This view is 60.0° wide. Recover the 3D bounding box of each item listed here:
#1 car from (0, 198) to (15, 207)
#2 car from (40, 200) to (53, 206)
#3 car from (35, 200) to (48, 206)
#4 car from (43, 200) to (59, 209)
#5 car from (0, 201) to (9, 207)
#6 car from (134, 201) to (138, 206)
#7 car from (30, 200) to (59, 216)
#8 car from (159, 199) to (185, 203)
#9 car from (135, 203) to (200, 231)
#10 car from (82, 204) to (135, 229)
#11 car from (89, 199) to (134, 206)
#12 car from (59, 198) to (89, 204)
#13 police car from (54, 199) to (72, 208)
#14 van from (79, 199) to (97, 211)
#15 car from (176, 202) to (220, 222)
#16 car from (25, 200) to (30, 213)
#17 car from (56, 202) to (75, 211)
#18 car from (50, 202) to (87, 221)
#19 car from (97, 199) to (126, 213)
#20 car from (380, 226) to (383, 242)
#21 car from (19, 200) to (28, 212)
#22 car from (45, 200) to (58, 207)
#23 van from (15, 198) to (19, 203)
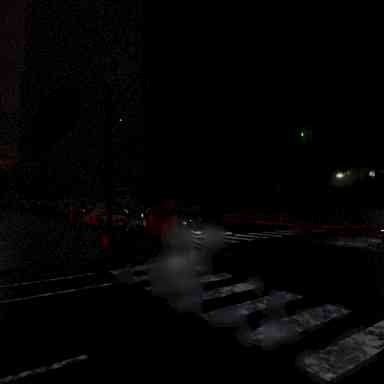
[{"bbox_3d":[-41.269,2.665,73.681,1.887,1.381,4.507,-1,0,-35],"label":"car"},{"bbox_3d":[-34.724,2.658,79.190,1.947,1.339,4.313,-1,0,-35],"label":"car"},{"bbox_3d":[-37.738,2.708,83.430,2.008,1.369,4.403,-1,0,-35],"label":"car"},{"bbox_3d":[-26.975,2.388,63.706,1.837,1.490,4.892,0,-1,-35],"label":"car"},{"bbox_3d":[-44.382,2.769,78.064,1.802,1.307,4.206,-1,0,-35],"label":"car"},{"bbox_3d":[-5.273,2.003,37.774,1.802,1.307,4.206,-1,0,-35],"label":"car"},{"bbox_3d":[-17.673,1.899,40.473,2.192,1.841,5.009,-1,0,-35],"label":"car"},{"bbox_3d":[-2.337,1.667,33.624,2.192,1.841,5.009,-1,0,-35],"label":"car"},{"bbox_3d":[-1.819,1.758,22.826,1.837,1.490,4.892,0,-1,-35],"label":"car"},{"bbox_3d":[-6.248,1.842,24.404,1.752,1.417,4.829,-1,0,-35],"label":"car"},{"bbox_3d":[-7.575,1.740,30.889,2.097,1.767,4.553,0,-1,-35],"label":"car"},{"bbox_3d":[-13.731,1.754,39.566,2.150,2.045,5.566,0,-1,-35],"label":"car"},{"bbox_3d":[-25.434,2.305,65.449,1.930,1.638,5.238,0,-1,-35],"label":"police car"},{"bbox_3d":[-17.047,2.035,54.374,1.690,1.788,3.998,-1,0,-35],"label":"van"},{"bbox_3d":[0.611,1.827,29.474,1.887,1.381,4.507,-1,0,-35],"label":"car"},{"bbox_3d":[-20.498,2.195,44.455,1.887,1.381,4.507,-1,0,-35],"label":"car"},{"bbox_3d":[-21.241,2.353,55.646,1.895,1.301,4.718,0,-1,-35],"label":"car"},{"bbox_3d":[-12.007,2.003,32.507,2.008,1.369,4.403,-1,0,-35],"label":"car"},{"bbox_3d":[-11.163,1.873,46.074,2.192,1.841,5.009,-1,0,-35],"label":"car"},{"bbox_3d":[9.625,1.495,12.229,1.837,1.490,4.892,0,0,-35],"label":"car"},{"bbox_3d":[-23.330,2.155,48.437,1.967,1.590,4.097,-1,0,-35],"label":"car"},{"bbox_3d":[-31.710,2.593,74.949,1.947,1.339,4.313,-1,0,-35],"label":"car"},{"bbox_3d":[-26.163,2.121,52.420,1.690,1.788,3.998,-1,0,-35],"label":"van"}]
